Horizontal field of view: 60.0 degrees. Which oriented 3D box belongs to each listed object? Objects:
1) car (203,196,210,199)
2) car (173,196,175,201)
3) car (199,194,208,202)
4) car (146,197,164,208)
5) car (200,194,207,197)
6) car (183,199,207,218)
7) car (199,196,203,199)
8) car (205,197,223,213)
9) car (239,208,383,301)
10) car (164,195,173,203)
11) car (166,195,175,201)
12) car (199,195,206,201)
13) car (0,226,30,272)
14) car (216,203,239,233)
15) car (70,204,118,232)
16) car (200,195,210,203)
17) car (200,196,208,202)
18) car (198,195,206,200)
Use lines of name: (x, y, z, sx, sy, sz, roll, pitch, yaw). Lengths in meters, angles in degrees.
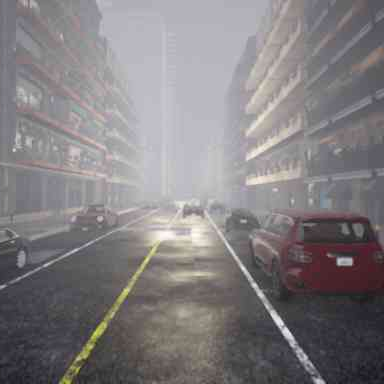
car: (2.740, 1.571, 42.356, 2.008, 1.369, 4.403, 0, 0, 0)
car: (-5.597, 1.495, 82.140, 1.967, 1.590, 4.097, 0, 0, 0)
car: (2.784, 1.370, 82.132, 2.192, 1.841, 5.009, 0, 0, 0)
car: (-5.634, 1.574, 48.045, 2.008, 1.369, 4.403, 0, 0, 0)
car: (2.758, 1.473, 59.402, 1.967, 1.590, 4.097, 0, 0, 0)
car: (0.135, 1.613, 30.330, 1.895, 1.301, 4.718, 0, 0, 0)
car: (0.153, 1.623, 45.671, 1.895, 1.301, 4.718, 0, 0, 0)
car: (2.734, 1.567, 36.673, 2.008, 1.369, 4.403, 0, 0, 0)
car: (2.702, 1.318, 8.261, 2.192, 1.841, 5.009, 0, 0, 0)
car: (-5.610, 1.625, 70.774, 1.802, 1.307, 4.206, 0, 0, 0)
car: (-5.590, 1.501, 87.822, 1.967, 1.590, 4.097, 0, 0, 0)
car: (2.790, 1.587, 87.984, 1.752, 1.417, 4.829, 0, 0, 0)
car: (-5.679, 1.553, 8.268, 2.008, 1.369, 4.403, 0, 0, 0)
car: (2.714, 1.573, 19.625, 1.947, 1.339, 4.313, 0, 0, 0)
car: (-5.666, 1.447, 19.632, 1.967, 1.590, 4.097, 0, 0, 0)
car: (2.771, 1.483, 70.767, 1.967, 1.590, 4.097, 0, 0, 0)
car: (2.777, 1.574, 76.620, 1.752, 1.417, 4.829, 0, 0, 0)
car: (2.796, 1.635, 93.497, 1.947, 1.339, 4.313, 0, 0, 0)
